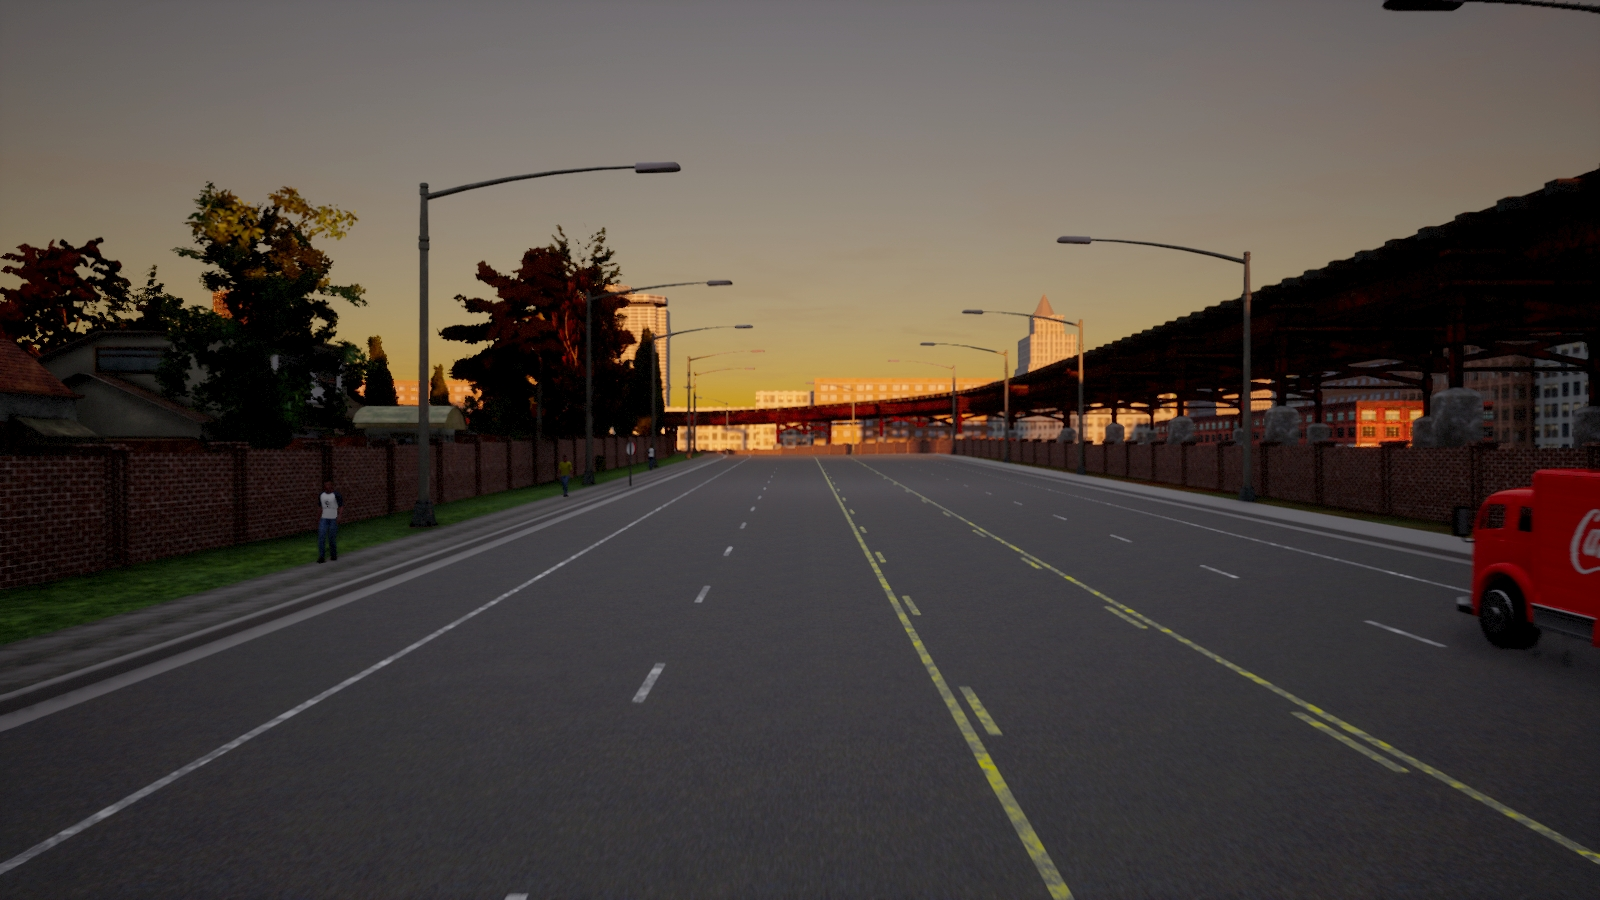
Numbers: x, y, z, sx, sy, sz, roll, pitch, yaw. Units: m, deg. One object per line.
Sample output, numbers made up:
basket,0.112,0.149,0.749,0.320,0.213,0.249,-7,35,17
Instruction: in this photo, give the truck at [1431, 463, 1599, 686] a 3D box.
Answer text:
truck,10.500,1.460,14.007,2.627,2.467,5.204,0,1,0

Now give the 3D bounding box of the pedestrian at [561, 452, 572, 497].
pedestrian,-9.656,1.003,47.215,0.375,1.860,0.375,0,0,-1

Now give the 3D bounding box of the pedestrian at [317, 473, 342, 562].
pedestrian,-9.973,1.422,24.207,0.375,1.860,0.375,0,0,-2
